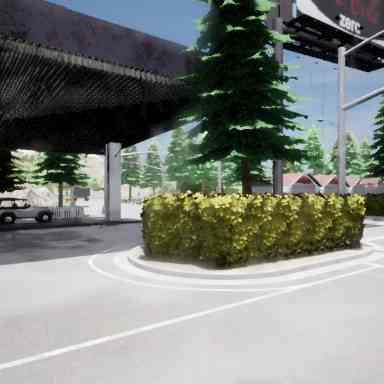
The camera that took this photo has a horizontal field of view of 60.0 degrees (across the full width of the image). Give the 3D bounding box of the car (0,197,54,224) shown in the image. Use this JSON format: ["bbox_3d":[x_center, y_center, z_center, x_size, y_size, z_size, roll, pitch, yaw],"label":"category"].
[{"bbox_3d":[-11.934,1.313,23.504,3.866,1.878,1.905,0,0,-36],"label":"car"}]
